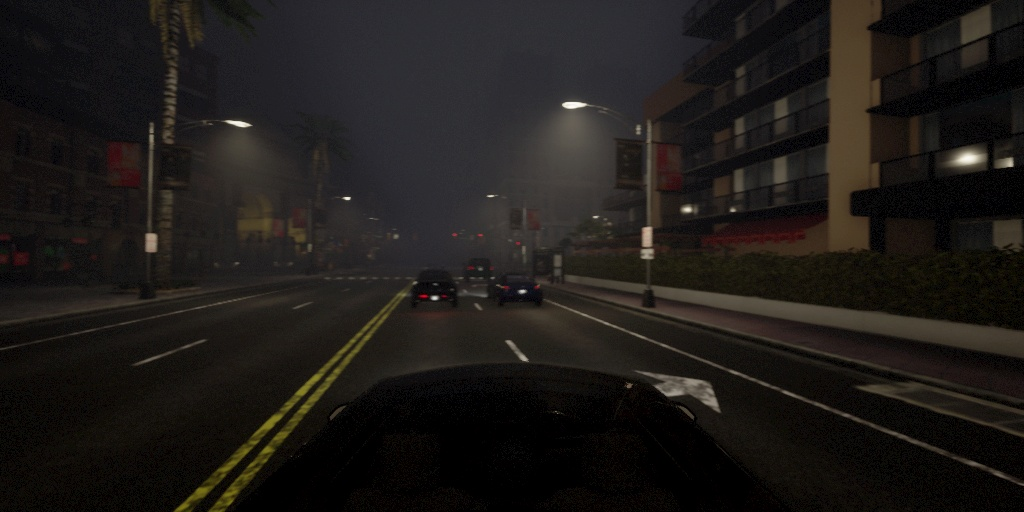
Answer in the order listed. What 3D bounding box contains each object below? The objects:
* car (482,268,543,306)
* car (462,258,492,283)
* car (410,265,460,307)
[{"bbox_3d":[0.014,1.434,16.647,1.994,1.385,4.181,1,0,-12],"label":"car"},{"bbox_3d":[-3.044,1.169,31.079,2.150,2.045,5.566,1,0,-12],"label":"car"},{"bbox_3d":[-3.414,1.334,15.939,1.837,1.490,4.892,1,0,-12],"label":"car"}]
